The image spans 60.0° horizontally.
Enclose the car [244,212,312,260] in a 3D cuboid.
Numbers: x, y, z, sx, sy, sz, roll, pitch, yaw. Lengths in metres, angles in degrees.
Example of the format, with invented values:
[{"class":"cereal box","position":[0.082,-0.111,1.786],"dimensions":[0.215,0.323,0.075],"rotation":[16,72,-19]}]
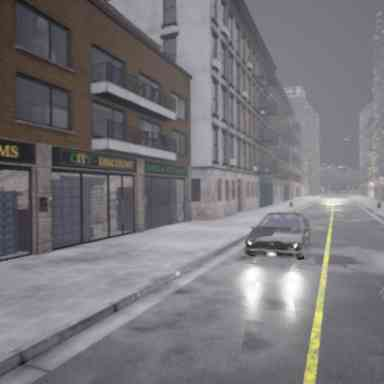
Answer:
[{"class":"car","position":[3.436,1.463,12.430],"dimensions":[2.033,1.411,5.357],"rotation":[0,0,23]}]
